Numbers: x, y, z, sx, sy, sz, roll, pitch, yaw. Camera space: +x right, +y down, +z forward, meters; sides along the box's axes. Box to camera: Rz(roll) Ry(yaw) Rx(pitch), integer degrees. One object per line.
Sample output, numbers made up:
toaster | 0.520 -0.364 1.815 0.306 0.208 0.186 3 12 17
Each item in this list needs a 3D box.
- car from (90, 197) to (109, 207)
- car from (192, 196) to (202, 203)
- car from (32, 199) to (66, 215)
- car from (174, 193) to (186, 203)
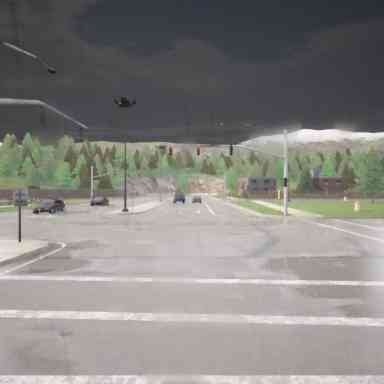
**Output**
car | -14.393 1.477 51.904 1.882 1.535 5.008 0 0 1
car | 1.016 1.547 67.386 2.033 1.411 5.357 0 0 1
car | -14.673 1.505 34.450 1.837 1.490 4.892 0 0 1
car | -2.482 1.220 67.469 2.150 2.045 5.566 0 0 1
